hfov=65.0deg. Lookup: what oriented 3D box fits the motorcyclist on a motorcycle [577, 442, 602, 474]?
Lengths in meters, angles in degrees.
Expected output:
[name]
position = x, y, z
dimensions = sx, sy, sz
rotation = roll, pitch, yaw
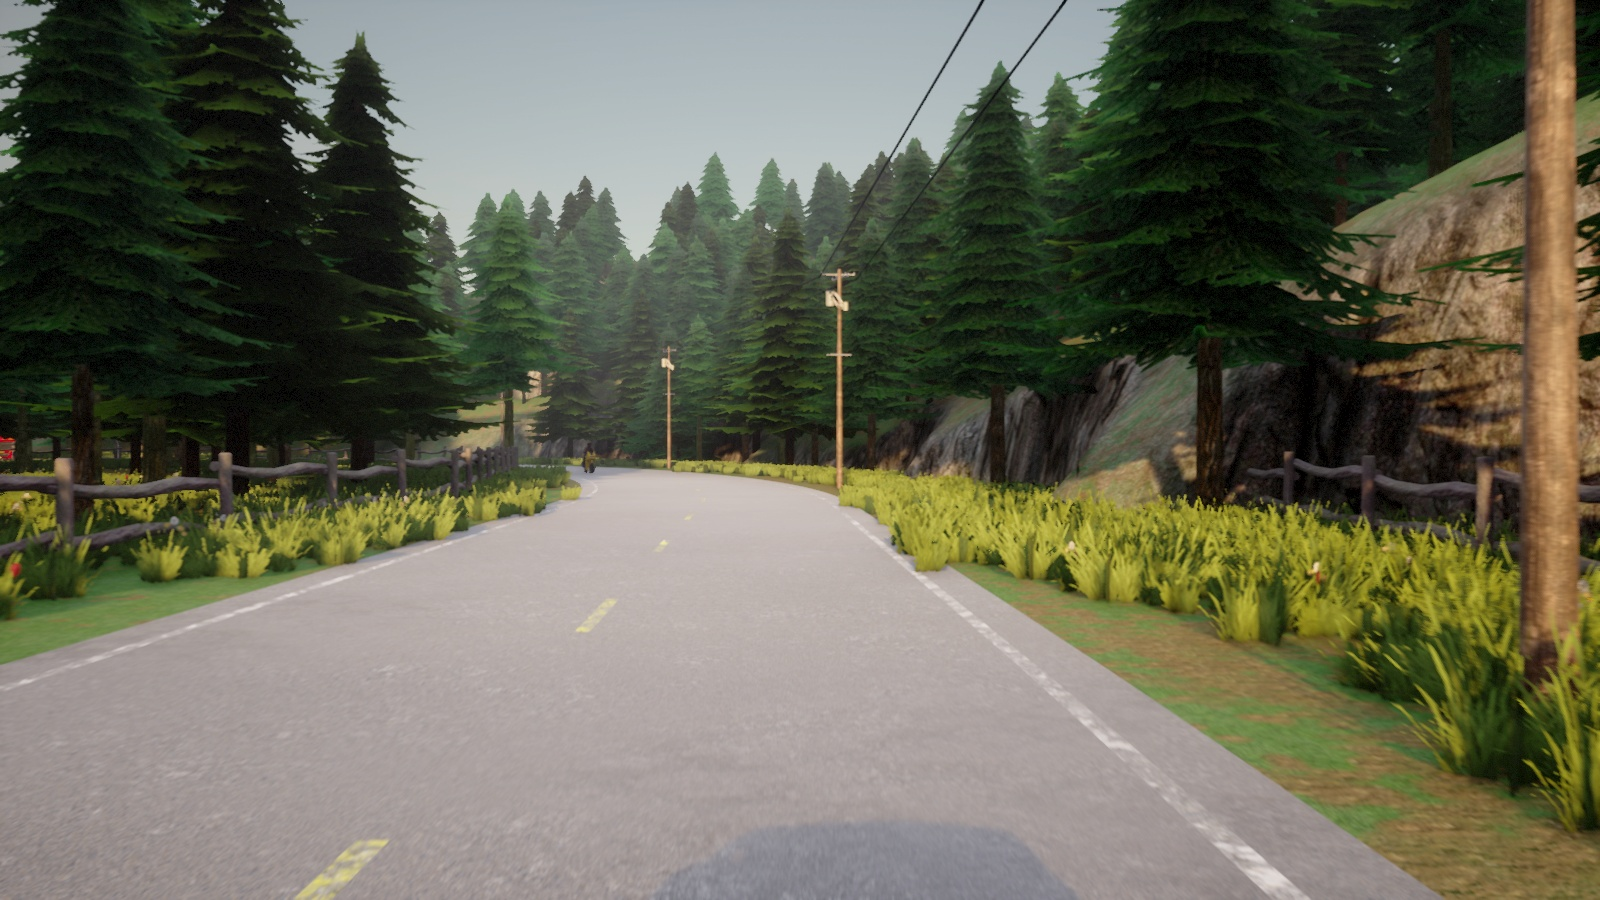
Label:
[motorcyclist on a motorcycle]
position = -10.175, 0.379, 60.692
dimensions = 0.797, 1.523, 2.044
rotation = 0, 0, -20
